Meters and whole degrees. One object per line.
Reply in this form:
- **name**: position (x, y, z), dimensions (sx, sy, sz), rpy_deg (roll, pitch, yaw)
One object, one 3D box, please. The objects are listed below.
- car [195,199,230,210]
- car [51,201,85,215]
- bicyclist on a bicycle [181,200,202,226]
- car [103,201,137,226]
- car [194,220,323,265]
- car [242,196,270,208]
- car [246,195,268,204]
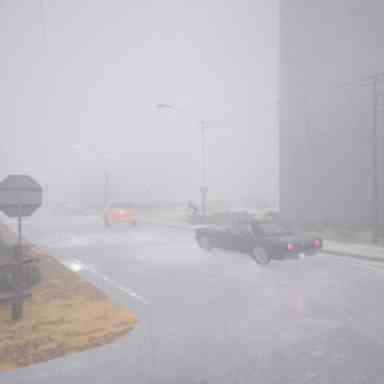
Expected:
- **car**: position (2.467, 1.616, 40.905), dimensions (5.008, 1.535, 1.882), rpy_deg (0, 0, -36)
- **car**: position (-13.420, 1.660, 36.025), dimensions (4.674, 1.442, 1.812), rpy_deg (0, 1, 40)
- **bicyclist on a bicycle**: position (-0.026, 1.375, 21.608), dimensions (1.656, 1.620, 0.582), rpy_deg (0, 0, -35)
- **car**: position (-5.288, 1.439, 24.261), dimensions (2.097, 1.767, 4.553), rpy_deg (0, 0, -16)
- **car**: position (2.083, 1.641, 11.920), dimensions (1.895, 1.301, 4.718), rpy_deg (0, 0, -35)
- **car**: position (9.829, 1.648, 51.233), dimensions (2.242, 1.667, 4.611), rpy_deg (0, 0, -35)
- **car**: position (13.626, 1.539, 70.147), dimensions (1.932, 1.855, 4.605), rpy_deg (0, 0, -35)
